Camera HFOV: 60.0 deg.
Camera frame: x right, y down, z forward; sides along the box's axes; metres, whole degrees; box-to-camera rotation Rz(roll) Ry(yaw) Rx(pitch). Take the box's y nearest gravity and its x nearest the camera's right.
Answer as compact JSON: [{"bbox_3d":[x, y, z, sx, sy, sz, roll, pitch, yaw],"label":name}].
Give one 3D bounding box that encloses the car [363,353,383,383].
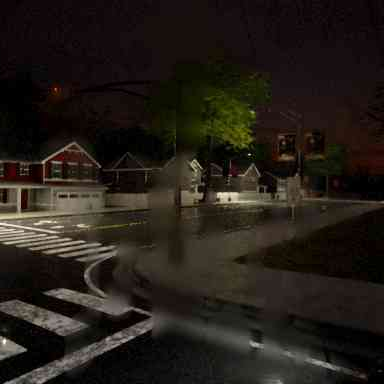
[{"bbox_3d":[3.328,1.506,1.308,4.892,1.490,1.837,0,0,35],"label":"car"}]
